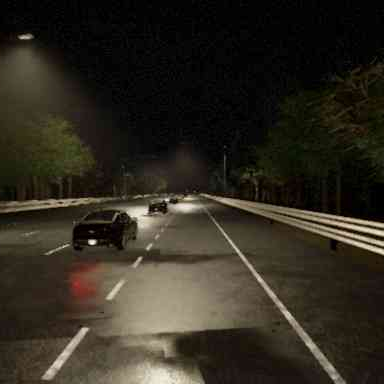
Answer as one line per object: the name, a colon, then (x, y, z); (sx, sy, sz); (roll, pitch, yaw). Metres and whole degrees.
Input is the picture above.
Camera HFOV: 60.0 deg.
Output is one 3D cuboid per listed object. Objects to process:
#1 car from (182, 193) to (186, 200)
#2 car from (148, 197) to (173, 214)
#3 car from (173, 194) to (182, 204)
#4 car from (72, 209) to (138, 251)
car: (-3.512, 1.543, 92.722); (1.882, 1.535, 5.008); (0, 0, 0)
car: (-3.503, 1.507, 35.230); (2.128, 1.511, 4.902); (0, 0, 0)
car: (-3.509, 1.607, 65.216); (2.033, 1.411, 5.357); (0, 0, 0)
car: (-3.501, 1.505, 14.095); (1.837, 1.490, 4.892); (0, 0, 0)
